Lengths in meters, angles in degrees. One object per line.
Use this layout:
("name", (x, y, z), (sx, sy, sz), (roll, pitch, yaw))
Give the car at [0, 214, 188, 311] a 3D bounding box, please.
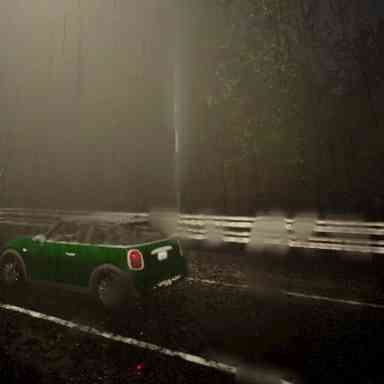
("car", (-2.446, 1.326, 7.885), (4.553, 1.767, 2.097), (0, 0, 30))
